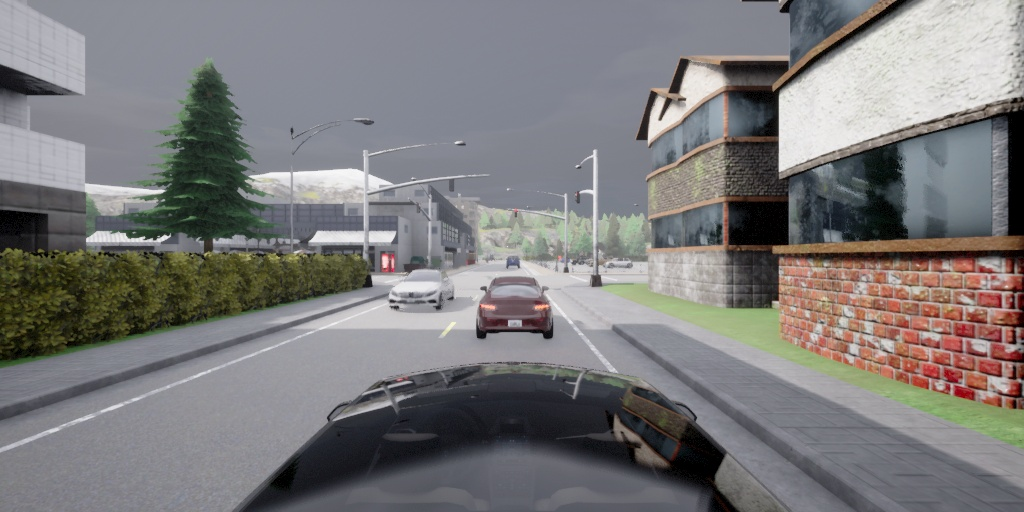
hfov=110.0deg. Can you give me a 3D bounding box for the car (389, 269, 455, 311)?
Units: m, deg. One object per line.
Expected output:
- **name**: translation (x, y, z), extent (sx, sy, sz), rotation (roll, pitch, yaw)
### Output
- **car**: translation (-3.491, 1.276, 14.712), extent (1.812, 1.442, 4.674), rotation (0, 0, 0)

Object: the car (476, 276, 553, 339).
- **car**: translation (0.071, 1.276, 9.960), extent (1.812, 1.442, 4.674), rotation (0, 0, 0)

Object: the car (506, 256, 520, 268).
- **car**: translation (0.190, 0.970, 61.240), extent (2.150, 2.045, 5.566), rotation (0, 0, 0)
